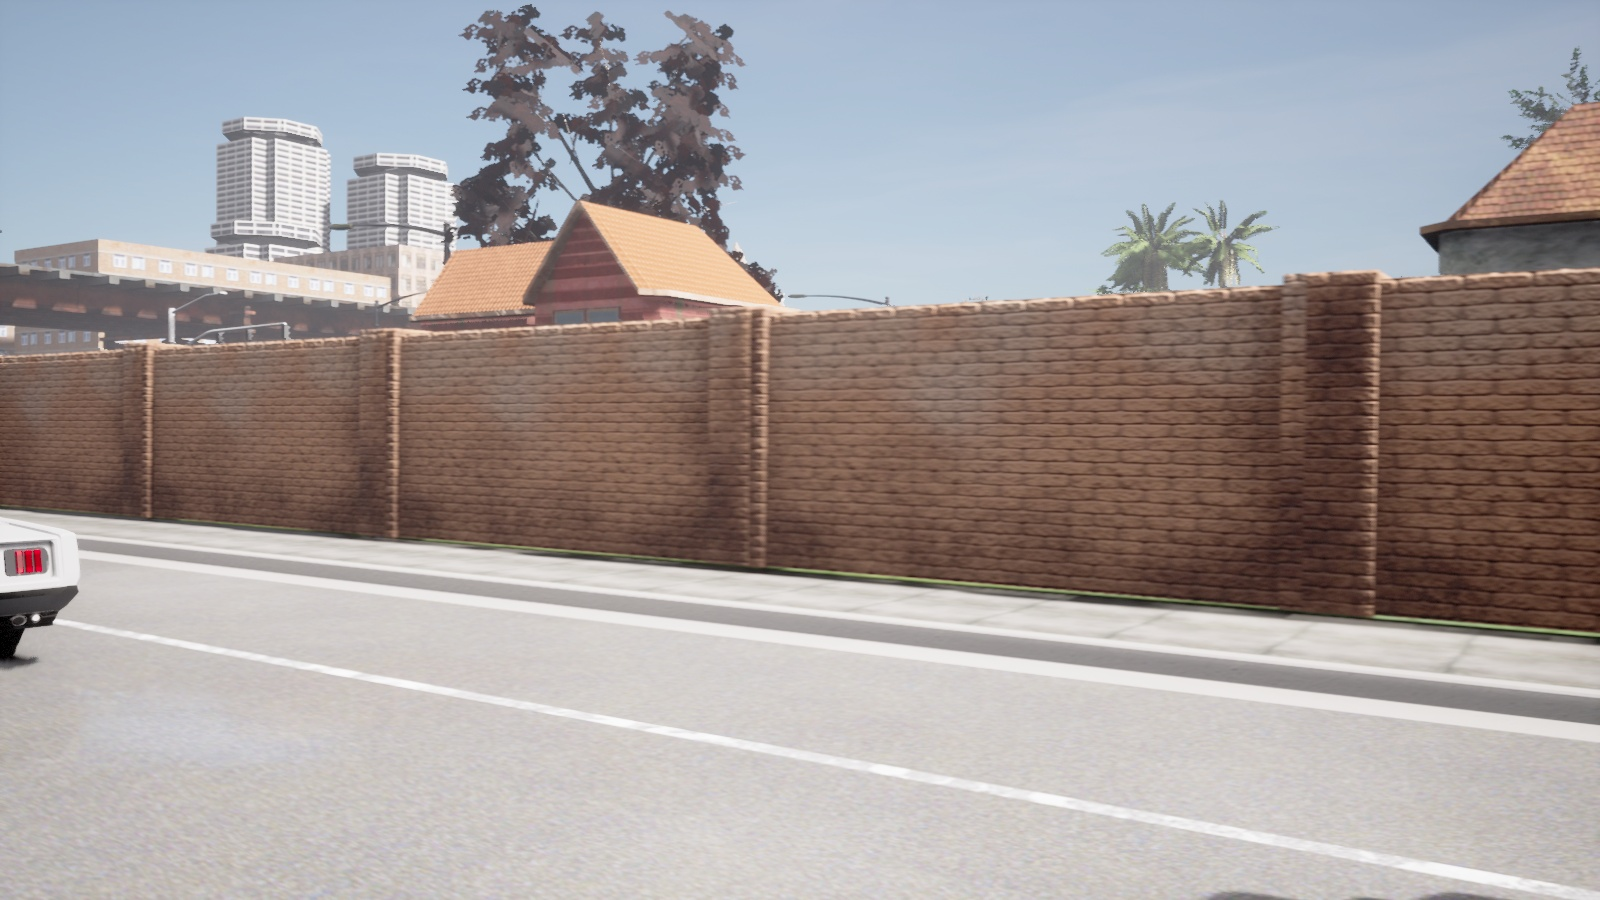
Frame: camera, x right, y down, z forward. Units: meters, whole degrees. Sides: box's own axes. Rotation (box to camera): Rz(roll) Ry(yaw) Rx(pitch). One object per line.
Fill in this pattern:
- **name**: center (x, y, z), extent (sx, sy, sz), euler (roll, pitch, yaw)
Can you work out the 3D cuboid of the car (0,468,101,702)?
- **car**: center (-6.718, 0.782, 8.089), extent (4.718, 1.301, 1.895), euler (0, 1, 34)
